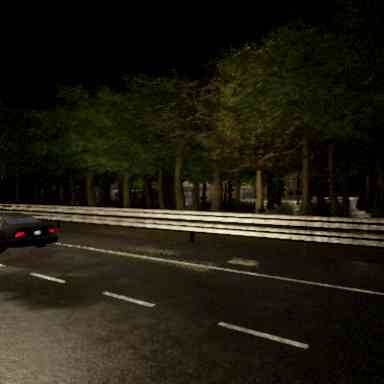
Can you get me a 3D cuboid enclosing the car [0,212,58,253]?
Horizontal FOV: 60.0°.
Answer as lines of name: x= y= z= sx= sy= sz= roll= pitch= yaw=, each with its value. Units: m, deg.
car: x=-7.726 y=1.556 z=13.699 sx=5.357 sy=1.411 sz=2.033 roll=0 pitch=0 yaw=36
